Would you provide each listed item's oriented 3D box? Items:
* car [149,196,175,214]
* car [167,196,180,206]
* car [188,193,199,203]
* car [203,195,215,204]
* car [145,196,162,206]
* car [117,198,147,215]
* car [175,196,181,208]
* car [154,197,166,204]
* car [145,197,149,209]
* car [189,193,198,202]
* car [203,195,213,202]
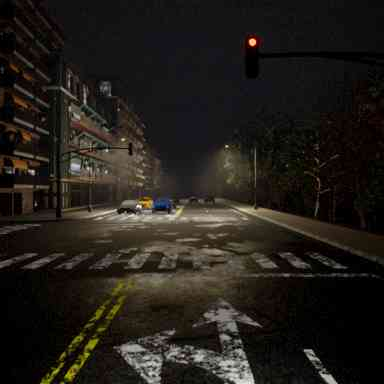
[{"bbox_3d":[-3.186,1.482,36.328,1.882,1.535,5.008,0,0,1],"label":"car"},{"bbox_3d":[-3.014,1.518,55.887,1.837,1.490,4.892,0,0,0],"label":"car"},{"bbox_3d":[0.384,1.512,66.486,2.128,1.511,4.902,0,0,0],"label":"car"},{"bbox_3d":[3.532,1.525,66.065,1.837,1.490,4.892,0,0,0],"label":"car"},{"bbox_3d":[-6.270,1.504,54.699,2.128,1.511,4.902,0,0,0],"label":"car"},{"bbox_3d":[-6.444,1.552,34.891,2.033,1.411,5.357,0,0,0],"label":"car"},{"bbox_3d":[-3.098,1.500,45.825,2.128,1.511,4.902,0,0,1],"label":"car"},{"bbox_3d":[-6.223,1.620,65.023,1.895,1.301,4.718,0,0,0],"label":"car"},{"bbox_3d":[-6.362,1.485,44.559,1.882,1.535,5.008,0,0,1],"label":"car"},{"bbox_3d":[0.327,1.253,76.576,2.150,2.045,5.566,0,0,0],"label":"car"},{"bbox_3d":[3.576,1.498,76.485,2.033,1.411,5.357,0,0,0],"label":"car"}]
